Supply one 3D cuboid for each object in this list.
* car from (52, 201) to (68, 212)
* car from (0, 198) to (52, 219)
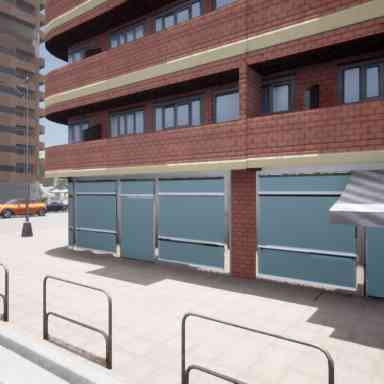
[{"bbox_3d":[-15.362,1.601,35.776,1.895,1.301,4.718,0,0,36],"label":"car"},{"bbox_3d":[-15.468,1.352,29.690,2.097,1.767,4.553,0,0,36],"label":"car"}]
